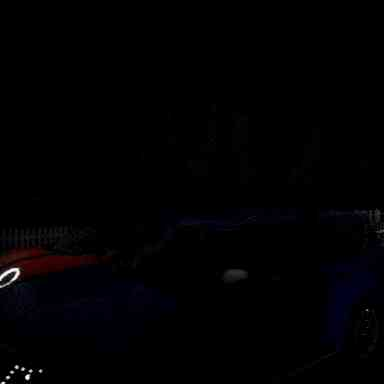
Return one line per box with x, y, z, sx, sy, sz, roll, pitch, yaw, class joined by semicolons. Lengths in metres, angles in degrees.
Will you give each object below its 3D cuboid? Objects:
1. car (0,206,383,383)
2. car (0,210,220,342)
0.401;1.238;4.263;5.566;2.045;2.150;1;0;-35;car
-1.836;1.365;6.967;4.553;1.767;2.097;0;0;-35;car
